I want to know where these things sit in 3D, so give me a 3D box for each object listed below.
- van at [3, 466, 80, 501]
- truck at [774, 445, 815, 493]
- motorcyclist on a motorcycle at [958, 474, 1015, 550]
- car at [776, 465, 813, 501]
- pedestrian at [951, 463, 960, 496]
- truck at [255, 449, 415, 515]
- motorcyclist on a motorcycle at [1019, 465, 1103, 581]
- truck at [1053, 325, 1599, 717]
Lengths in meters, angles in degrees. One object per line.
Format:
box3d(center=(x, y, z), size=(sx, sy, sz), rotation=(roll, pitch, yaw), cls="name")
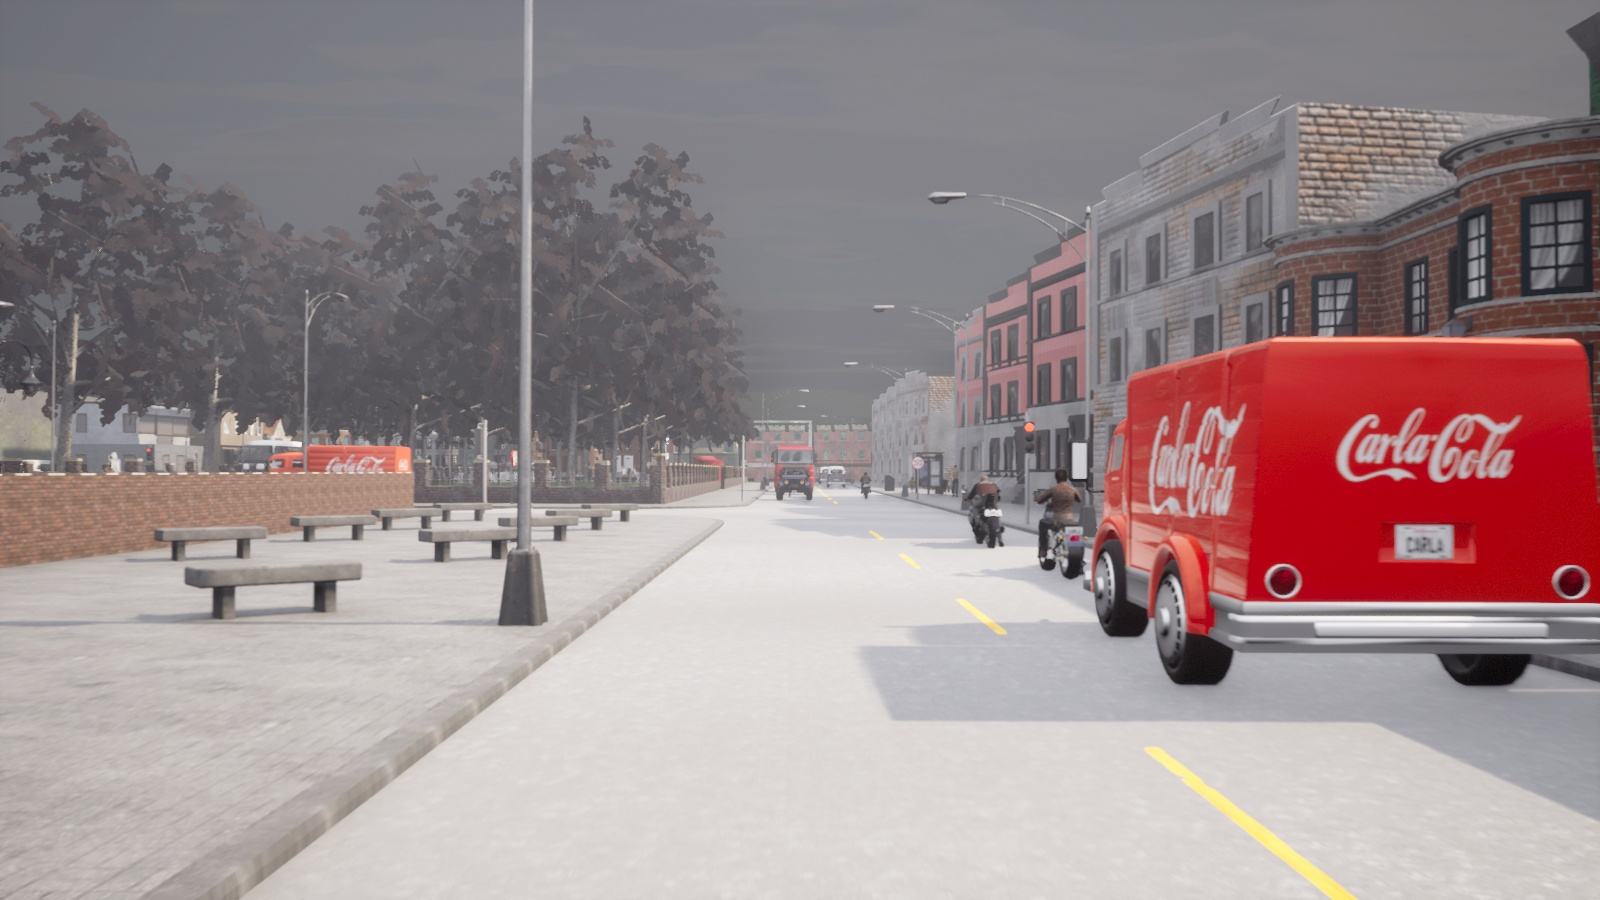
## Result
box3d(center=(-45.554, 1.984, 75.510), size=(2.069, 2.038, 4.480), rotation=(0, -1, -2), cls="van")
box3d(center=(-0.418, 1.410, 94.102), size=(2.891, 3.462, 7.936), rotation=(0, -1, 0), cls="truck")
box3d(center=(3.916, 1.278, 26.538), size=(0.866, 1.530, 2.191), rotation=(0, -1, 0), cls="motorcyclist on a motorcycle")
box3d(center=(-0.275, 1.747, 67.811), size=(1.905, 1.878, 3.866), rotation=(0, -1, 0), cls="car")
box3d(center=(8.745, 1.672, 70.669), size=(0.345, 1.836, 0.594), rotation=(0, -1, -4), cls="pedestrian")
box3d(center=(-17.844, 1.210, 48.417), size=(5.204, 2.467, 2.627), rotation=(0, -1, -1), cls="truck")
box3d(center=(3.950, 1.070, 19.188), size=(0.766, 1.649, 2.350), rotation=(0, -1, 0), cls="motorcyclist on a motorcycle")
box3d(center=(3.972, 0.488, 10.534), size=(2.627, 2.467, 5.204), rotation=(0, -1, 0), cls="truck")
